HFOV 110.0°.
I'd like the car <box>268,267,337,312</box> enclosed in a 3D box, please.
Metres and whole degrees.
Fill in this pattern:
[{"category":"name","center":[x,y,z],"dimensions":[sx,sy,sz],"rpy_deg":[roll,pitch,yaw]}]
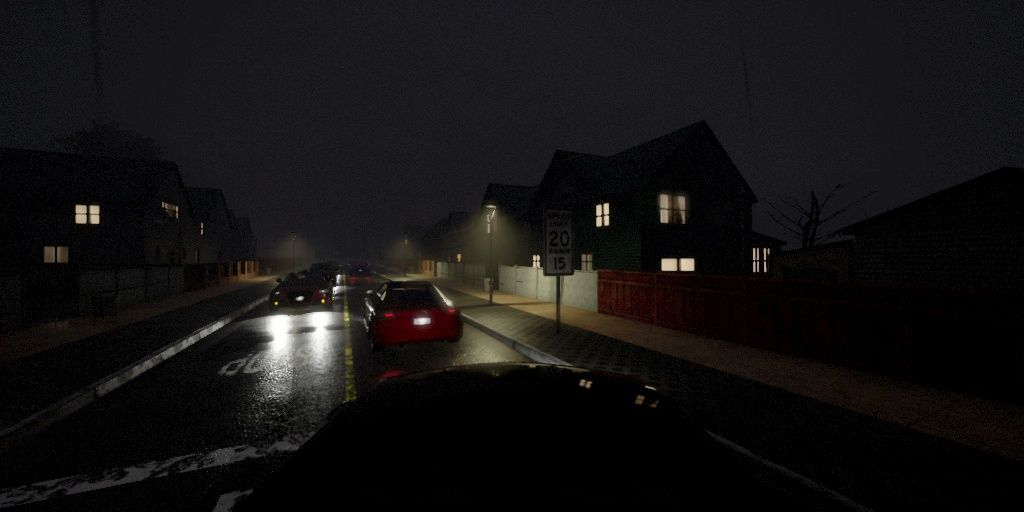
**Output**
[{"category":"car","center":[-8.320,1.317,14.450],"dimensions":[1.994,1.385,4.181],"rpy_deg":[0,0,-25]}]

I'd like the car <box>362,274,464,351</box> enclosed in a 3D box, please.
[{"category":"car","center":[-2.698,1.314,9.198],"dimensions":[1.994,1.385,4.181],"rpy_deg":[0,0,-25]}]

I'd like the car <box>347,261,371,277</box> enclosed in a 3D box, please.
[{"category":"car","center":[-15.575,1.231,36.640],"dimensions":[1.882,1.535,5.008],"rpy_deg":[0,0,-25]}]

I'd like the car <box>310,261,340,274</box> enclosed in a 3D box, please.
[{"category":"car","center":[-13.597,1.260,25.661],"dimensions":[1.837,1.490,4.892],"rpy_deg":[0,0,-25]}]
